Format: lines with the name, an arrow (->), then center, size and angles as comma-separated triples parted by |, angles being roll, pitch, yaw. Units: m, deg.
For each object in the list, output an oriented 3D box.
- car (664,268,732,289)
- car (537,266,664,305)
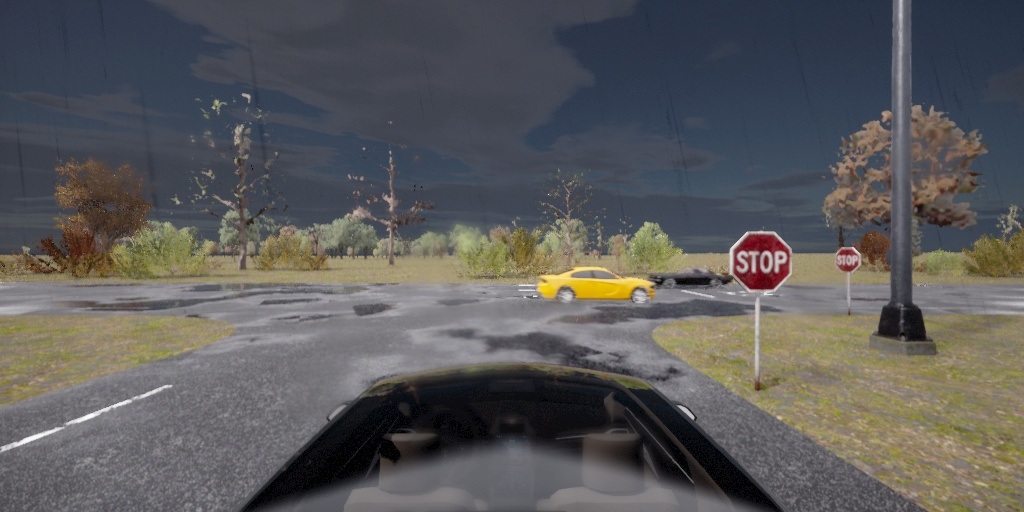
car -> 11.158, 1.392, 22.814 | 4.718, 1.301, 1.895 | 0, 0, -2
car -> 3.609, 1.227, 15.592 | 5.008, 1.535, 1.882 | 0, 0, -1
